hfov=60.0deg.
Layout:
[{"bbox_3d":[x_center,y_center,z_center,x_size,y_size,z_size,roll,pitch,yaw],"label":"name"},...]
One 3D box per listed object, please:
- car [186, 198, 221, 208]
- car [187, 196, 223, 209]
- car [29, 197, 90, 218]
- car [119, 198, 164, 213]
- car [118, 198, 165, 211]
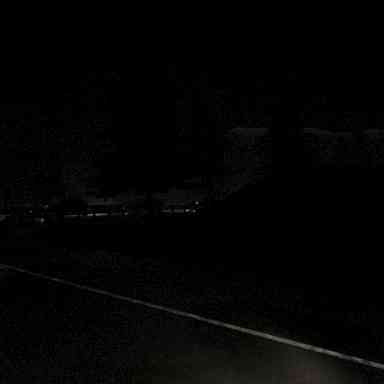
[{"bbox_3d":[1.622,1.514,45.832,4.718,1.301,1.895,0,0,-35],"label":"car"},{"bbox_3d":[1.691,1.276,41.552,4.553,1.767,2.097,0,0,-35],"label":"car"},{"bbox_3d":[-11.435,1.260,29.394,2.097,1.767,4.553,0,0,41],"label":"car"},{"bbox_3d":[-5.233,1.406,35.812,4.902,1.511,2.128,0,0,-42],"label":"car"},{"bbox_3d":[-5.985,1.448,39.908,5.357,1.411,2.033,0,0,-42],"label":"car"}]
